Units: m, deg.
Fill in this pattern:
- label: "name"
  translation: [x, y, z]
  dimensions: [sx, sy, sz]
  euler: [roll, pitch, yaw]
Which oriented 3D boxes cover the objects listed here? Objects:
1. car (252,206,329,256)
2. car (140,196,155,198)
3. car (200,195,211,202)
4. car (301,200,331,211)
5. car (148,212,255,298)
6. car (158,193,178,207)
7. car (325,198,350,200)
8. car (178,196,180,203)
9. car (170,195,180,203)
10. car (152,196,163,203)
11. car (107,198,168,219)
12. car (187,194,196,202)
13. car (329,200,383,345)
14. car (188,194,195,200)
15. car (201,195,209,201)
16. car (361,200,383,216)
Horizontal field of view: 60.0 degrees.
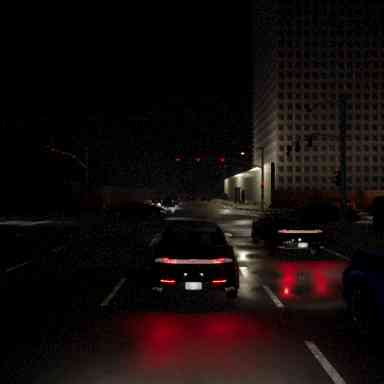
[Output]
- label: "car"
  translation: [3.565, 1.492, 13.088]
  dimensions: [2.128, 1.511, 4.902]
  euler: [0, 0, 0]
- label: "car"
  translation: [-7.151, 1.478, 49.244]
  dimensions: [1.882, 1.535, 5.008]
  euler: [0, 0, 0]
- label: "car"
  translation: [3.404, 1.524, 78.788]
  dimensions: [1.812, 1.442, 4.674]
  euler: [0, 0, 0]
- label: "car"
  translation: [10.028, 1.559, 25.010]
  dimensions: [4.892, 1.490, 1.837]
  euler: [0, 0, 0]
- label: "car"
  translation: [0.046, 1.492, 8.470]
  dimensions: [2.128, 1.511, 4.902]
  euler: [0, 0, 0]
- label: "car"
  translation: [-3.649, 1.352, 51.359]
  dimensions: [2.097, 1.767, 4.553]
  euler: [0, 0, 0]
- label: "car"
  translation: [14.989, 1.407, 35.726]
  dimensions: [4.553, 1.767, 2.097]
  euler: [0, 0, 0]
- label: "car"
  translation: [-3.637, 1.221, 60.948]
  dimensions: [2.150, 2.045, 5.566]
  euler: [0, 0, 0]
- label: "car"
  translation: [-3.587, 1.478, 71.097]
  dimensions: [1.882, 1.535, 5.008]
  euler: [0, 0, 0]
- label: "car"
  translation: [-7.085, 1.601, 68.729]
  dimensions: [1.895, 1.301, 4.718]
  euler: [0, 0, 0]
- label: "car"
  translation: [-4.795, 1.531, 28.459]
  dimensions: [4.892, 1.490, 1.837]
  euler: [0, 0, 0]
- label: "car"
  translation: [-0.096, 1.347, 78.741]
  dimensions: [2.097, 1.767, 4.553]
  euler: [0, 0, 0]
- label: "car"
  translation: [3.596, 1.221, 3.242]
  dimensions: [2.150, 2.045, 5.566]
  euler: [0, 0, 0]
- label: "car"
  translation: [-0.109, 1.328, 88.994]
  dimensions: [1.837, 1.490, 4.892]
  euler: [0, 0, 0]
- label: "car"
  translation: [3.391, 1.500, 89.093]
  dimensions: [1.837, 1.490, 4.892]
  euler: [0, 0, 0]
- label: "car"
  translation: [19.374, 1.533, 32.239]
  dimensions: [5.008, 1.535, 1.882]
  euler: [0, 0, 0]
